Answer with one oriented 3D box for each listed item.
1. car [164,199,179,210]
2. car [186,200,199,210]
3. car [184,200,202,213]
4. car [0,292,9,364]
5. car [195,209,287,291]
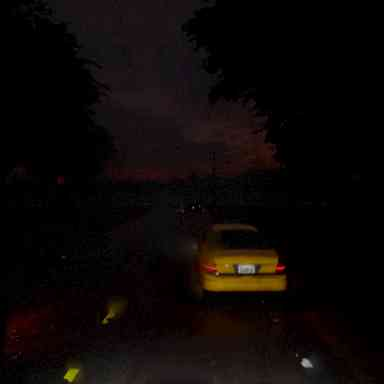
[{"bbox_3d":[-2.938,1.726,48.641,1.882,1.535,5.008,0,-1,0],"label":"car"},{"bbox_3d":[0.068,1.851,48.852,1.895,1.301,4.718,0,-1,0],"label":"car"},{"bbox_3d":[0.134,1.730,38.807,1.994,1.385,4.181,0,0,0],"label":"car"},{"bbox_3d":[-3.098,1.510,2.032,1.837,1.490,4.892,0,0,0],"label":"car"},{"bbox_3d":[1.061,1.482,9.014,1.801,1.575,5.366,0,0,0],"label":"car"}]
